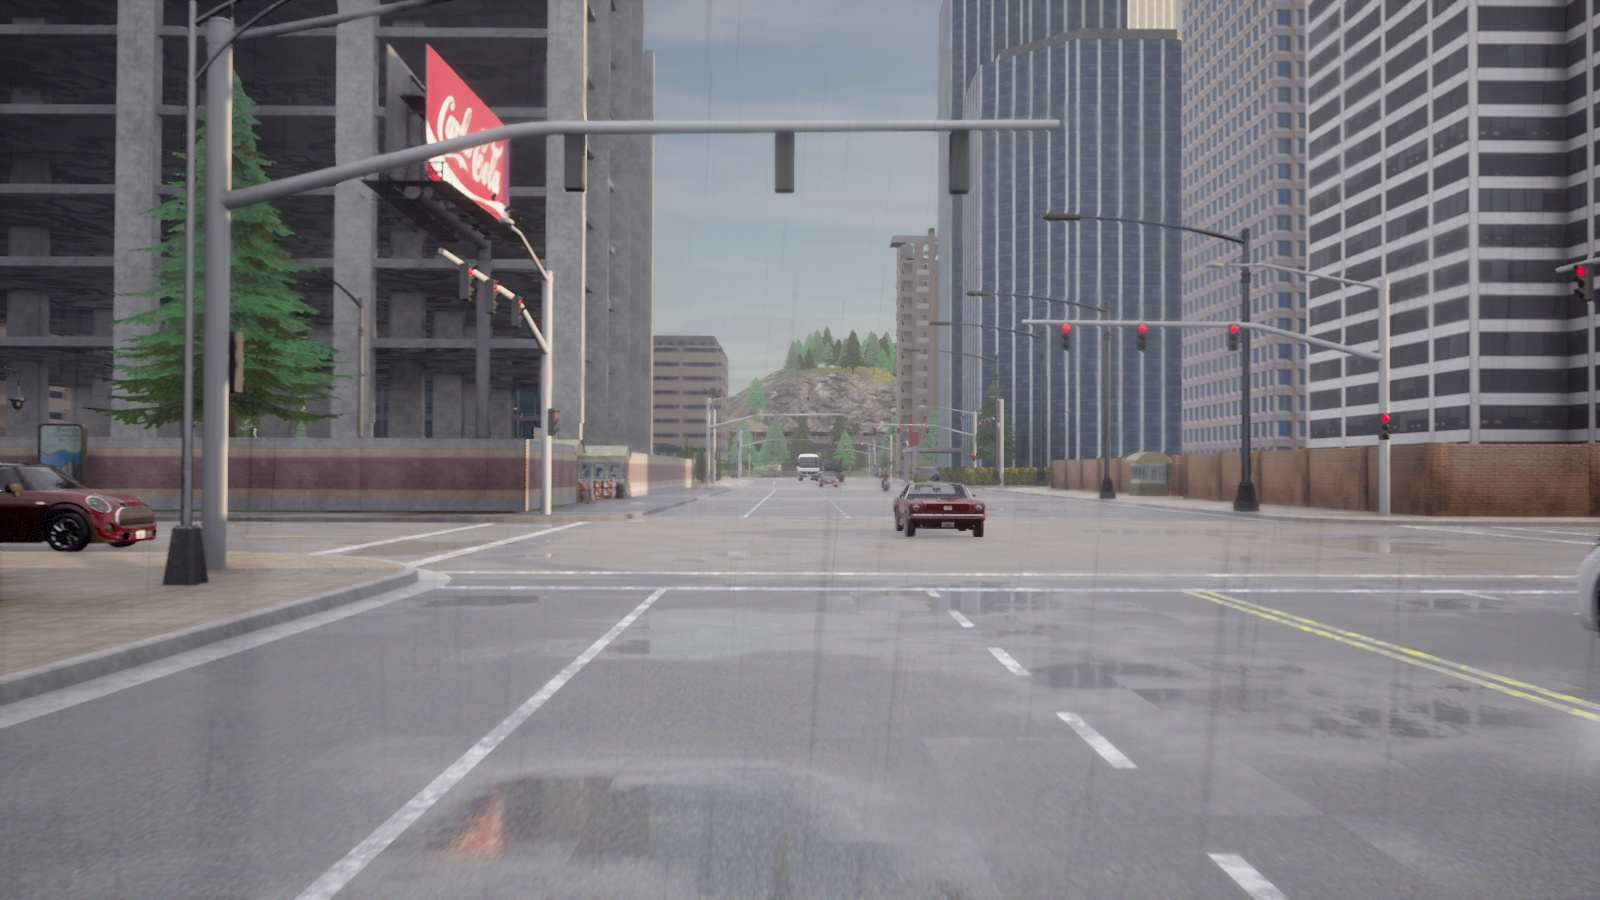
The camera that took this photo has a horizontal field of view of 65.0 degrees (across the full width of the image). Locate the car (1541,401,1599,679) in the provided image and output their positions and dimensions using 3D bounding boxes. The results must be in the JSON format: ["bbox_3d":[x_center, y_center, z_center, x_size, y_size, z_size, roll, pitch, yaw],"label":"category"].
[{"bbox_3d":[6.982,0.626,7.190,2.150,2.045,5.566,0,-1,0],"label":"car"}]

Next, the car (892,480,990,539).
[{"bbox_3d":[3.427,1.425,31.272,1.895,1.301,4.718,0,-1,0],"label":"car"}]

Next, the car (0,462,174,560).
[{"bbox_3d":[-14.728,1.133,23.934,4.553,1.767,2.097,0,-1,0],"label":"car"}]
